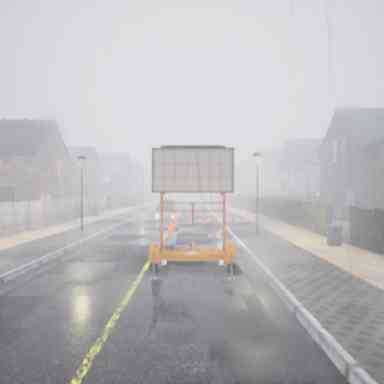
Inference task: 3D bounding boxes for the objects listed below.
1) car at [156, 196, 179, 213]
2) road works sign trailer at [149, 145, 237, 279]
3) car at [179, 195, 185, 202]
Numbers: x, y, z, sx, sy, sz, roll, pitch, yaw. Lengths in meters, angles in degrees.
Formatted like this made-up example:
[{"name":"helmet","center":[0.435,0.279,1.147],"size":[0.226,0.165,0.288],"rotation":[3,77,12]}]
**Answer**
[{"name":"car","center":[-2.762,1.400,35.665],"size":[1.882,1.535,5.008],"rotation":[0,0,0]},{"name":"road works sign trailer","center":[0.029,0.427,9.847],"size":[2.380,3.560,2.880],"rotation":[0,0,1]},{"name":"car","center":[-2.563,1.494,76.941],"size":[1.994,1.385,4.181],"rotation":[0,0,0]}]
